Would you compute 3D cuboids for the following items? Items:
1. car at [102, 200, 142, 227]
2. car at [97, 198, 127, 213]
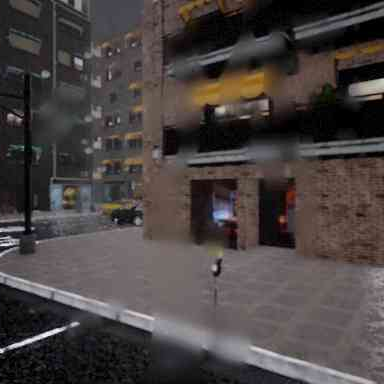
[{"bbox_3d":[-3.106,1.351,20.939,2.008,1.369,4.403,1,1,36],"label":"car"},{"bbox_3d":[-6.275,1.280,29.994,1.752,1.417,4.829,1,1,36],"label":"car"}]
